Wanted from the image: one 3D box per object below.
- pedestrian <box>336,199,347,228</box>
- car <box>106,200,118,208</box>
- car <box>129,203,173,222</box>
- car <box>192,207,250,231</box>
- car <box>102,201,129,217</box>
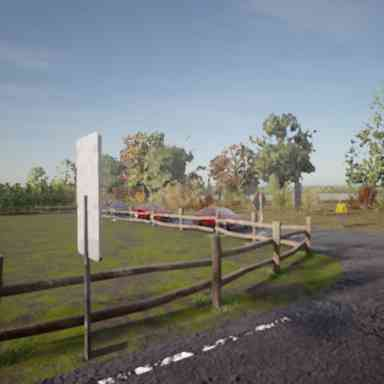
[{"bbox_3d":[9.598,1.352,21.399,0.375,1.860,0.375,-2,1,-35],"label":"pedestrian"},{"bbox_3d":[-15.495,2.231,64.307,1.812,1.442,4.674,-1,0,-20],"label":"car"},{"bbox_3d":[-3.511,1.794,29.807,1.882,1.535,5.008,-1,0,-34],"label":"car"},{"bbox_3d":[1.787,1.714,22.135,1.812,1.442,4.674,-1,0,-35],"label":"car"},{"bbox_3d":[-8.483,2.002,37.614,1.994,1.385,4.181,-1,0,-29],"label":"car"}]
